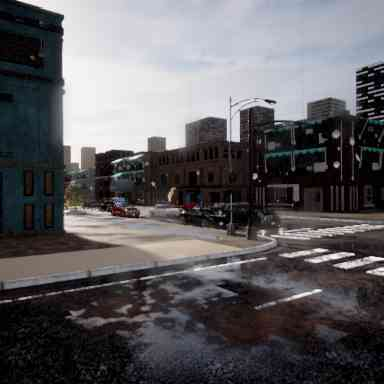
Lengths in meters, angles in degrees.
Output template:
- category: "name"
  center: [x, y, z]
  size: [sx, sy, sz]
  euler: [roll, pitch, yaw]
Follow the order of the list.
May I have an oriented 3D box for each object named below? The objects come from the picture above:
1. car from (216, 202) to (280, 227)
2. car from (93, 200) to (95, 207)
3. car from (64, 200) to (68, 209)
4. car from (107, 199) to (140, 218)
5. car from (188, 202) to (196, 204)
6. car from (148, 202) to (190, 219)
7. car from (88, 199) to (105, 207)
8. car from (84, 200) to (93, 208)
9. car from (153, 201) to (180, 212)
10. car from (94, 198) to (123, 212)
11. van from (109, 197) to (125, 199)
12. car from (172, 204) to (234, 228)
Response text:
- category: "car"
  center: [4.214, 1.564, 24.258]
  size: [2.097, 1.767, 4.553]
  euler: [-1, 0, -34]
- category: "car"
  center: [-16.364, 1.962, 63.393]
  size: [2.192, 1.841, 5.009]
  euler: [-1, 0, -35]
- category: "car"
  center: [-23.096, 2.247, 58.407]
  size: [1.752, 1.417, 4.829]
  euler: [-1, 0, -35]
- category: "car"
  center: [-7.192, 1.860, 35.967]
  size: [1.967, 1.590, 4.097]
  euler: [-1, 0, -35]
- category: "car"
  center: [-0.353, 1.926, 40.815]
  size: [1.802, 1.307, 4.206]
  euler: [-1, 0, -35]
- category: "car"
  center: [-2.581, 1.949, 33.960]
  size: [1.895, 1.301, 4.718]
  euler: [-1, 0, -35]
- category: "car"
  center: [-19.560, 2.250, 67.909]
  size: [1.887, 1.381, 4.507]
  euler: [-1, 0, -35]
- category: "car"
  center: [-19.300, 2.249, 63.079]
  size: [1.994, 1.385, 4.181]
  euler: [-1, 0, -35]
- category: "car"
  center: [-3.553, 1.988, 45.330]
  size: [1.802, 1.307, 4.206]
  euler: [-1, 0, -35]
- category: "car"
  center: [-11.614, 2.029, 46.752]
  size: [1.837, 1.490, 4.892]
  euler: [-1, -1, -35]
- category: "van"
  center: [-13.162, 1.929, 58.877]
  size: [1.690, 1.788, 3.998]
  euler: [-1, 0, -35]
- category: "car"
  center: [0.737, 1.829, 24.576]
  size: [1.947, 1.339, 4.313]
  euler: [-1, 0, -35]
